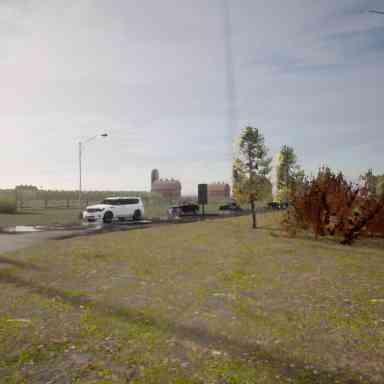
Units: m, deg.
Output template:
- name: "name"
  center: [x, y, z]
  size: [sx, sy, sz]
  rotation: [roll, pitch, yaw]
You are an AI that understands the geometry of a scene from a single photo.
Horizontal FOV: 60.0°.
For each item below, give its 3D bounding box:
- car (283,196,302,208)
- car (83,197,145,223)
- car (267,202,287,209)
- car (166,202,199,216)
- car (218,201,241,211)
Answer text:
- name: "car"
  center: [18.684, 1.783, 61.684]
  size: [2.150, 2.045, 5.566]
  rotation: [-1, -1, 31]
- name: "car"
  center: [-6.442, 1.453, 28.188]
  size: [2.150, 2.045, 5.566]
  rotation: [-1, -1, 34]
- name: "car"
  center: [13.458, 1.966, 53.157]
  size: [1.837, 1.490, 4.892]
  rotation: [-1, -1, 32]
- name: "car"
  center: [-0.978, 1.820, 36.928]
  size: [2.128, 1.511, 4.902]
  rotation: [-1, -1, 32]
- name: "car"
  center: [5.379, 2.008, 47.098]
  size: [1.994, 1.385, 4.181]
  rotation: [-1, -1, 32]
